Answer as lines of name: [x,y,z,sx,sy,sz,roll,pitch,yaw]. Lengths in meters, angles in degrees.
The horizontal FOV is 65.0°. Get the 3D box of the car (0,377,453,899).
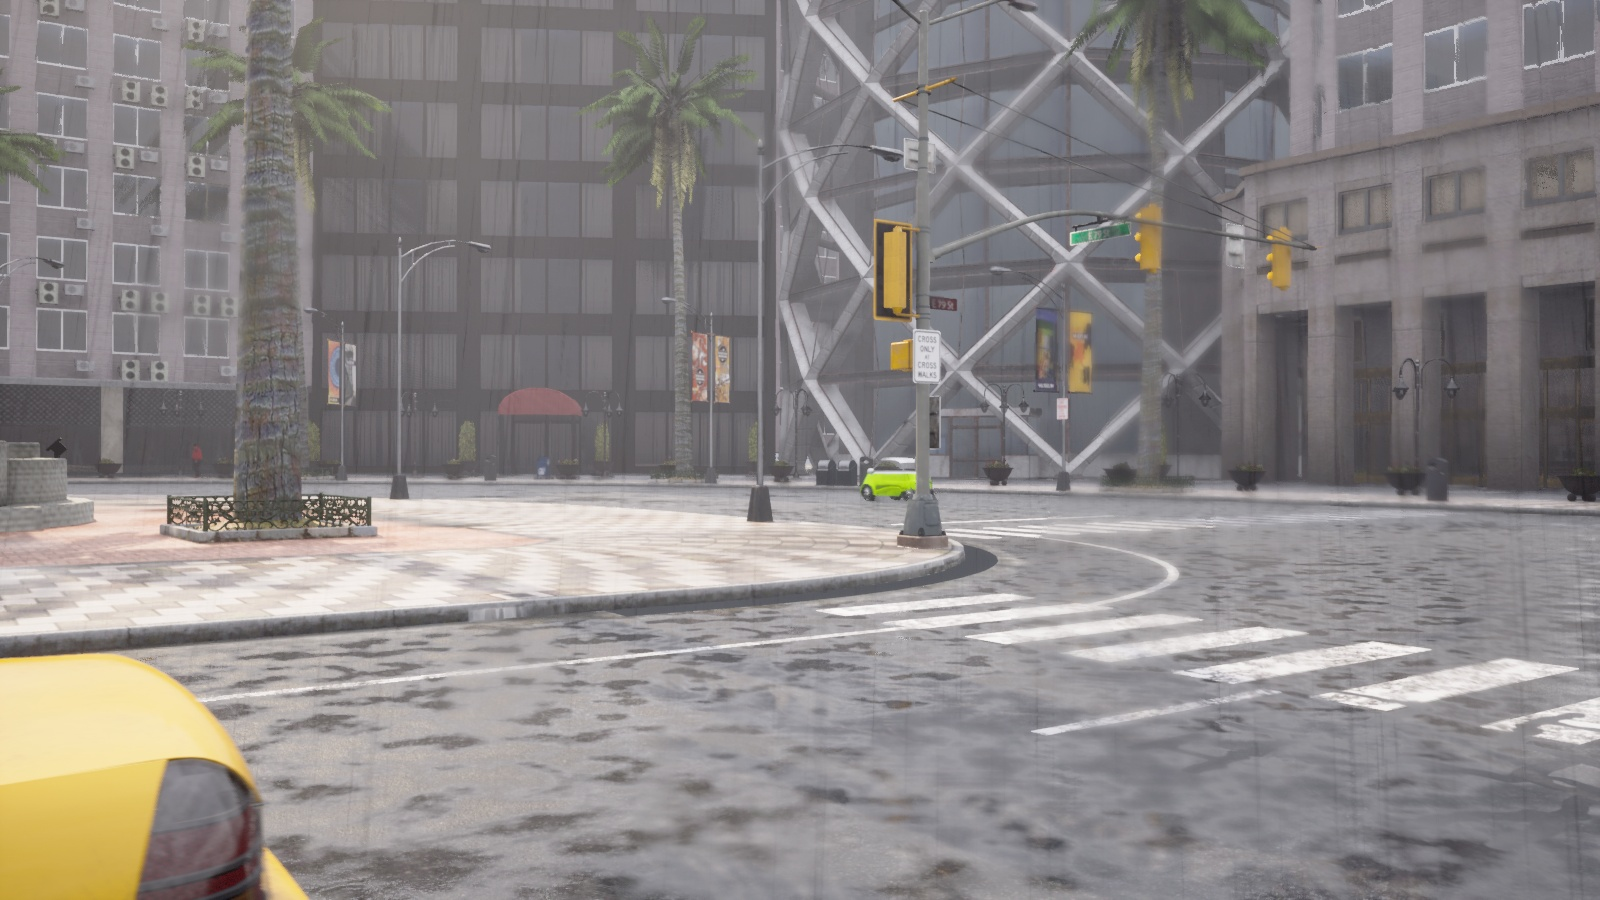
car: [-3.302,0.693,1.326,5.366,1.575,1.801,0,0,-35]

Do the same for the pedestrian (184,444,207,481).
pedestrian: [-30.094,0.618,62.562,0.899,1.844,0.634,0,0,-11]

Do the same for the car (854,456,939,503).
car: [2.995,0.889,39.041,1.481,1.376,2.207,0,0,-42]
